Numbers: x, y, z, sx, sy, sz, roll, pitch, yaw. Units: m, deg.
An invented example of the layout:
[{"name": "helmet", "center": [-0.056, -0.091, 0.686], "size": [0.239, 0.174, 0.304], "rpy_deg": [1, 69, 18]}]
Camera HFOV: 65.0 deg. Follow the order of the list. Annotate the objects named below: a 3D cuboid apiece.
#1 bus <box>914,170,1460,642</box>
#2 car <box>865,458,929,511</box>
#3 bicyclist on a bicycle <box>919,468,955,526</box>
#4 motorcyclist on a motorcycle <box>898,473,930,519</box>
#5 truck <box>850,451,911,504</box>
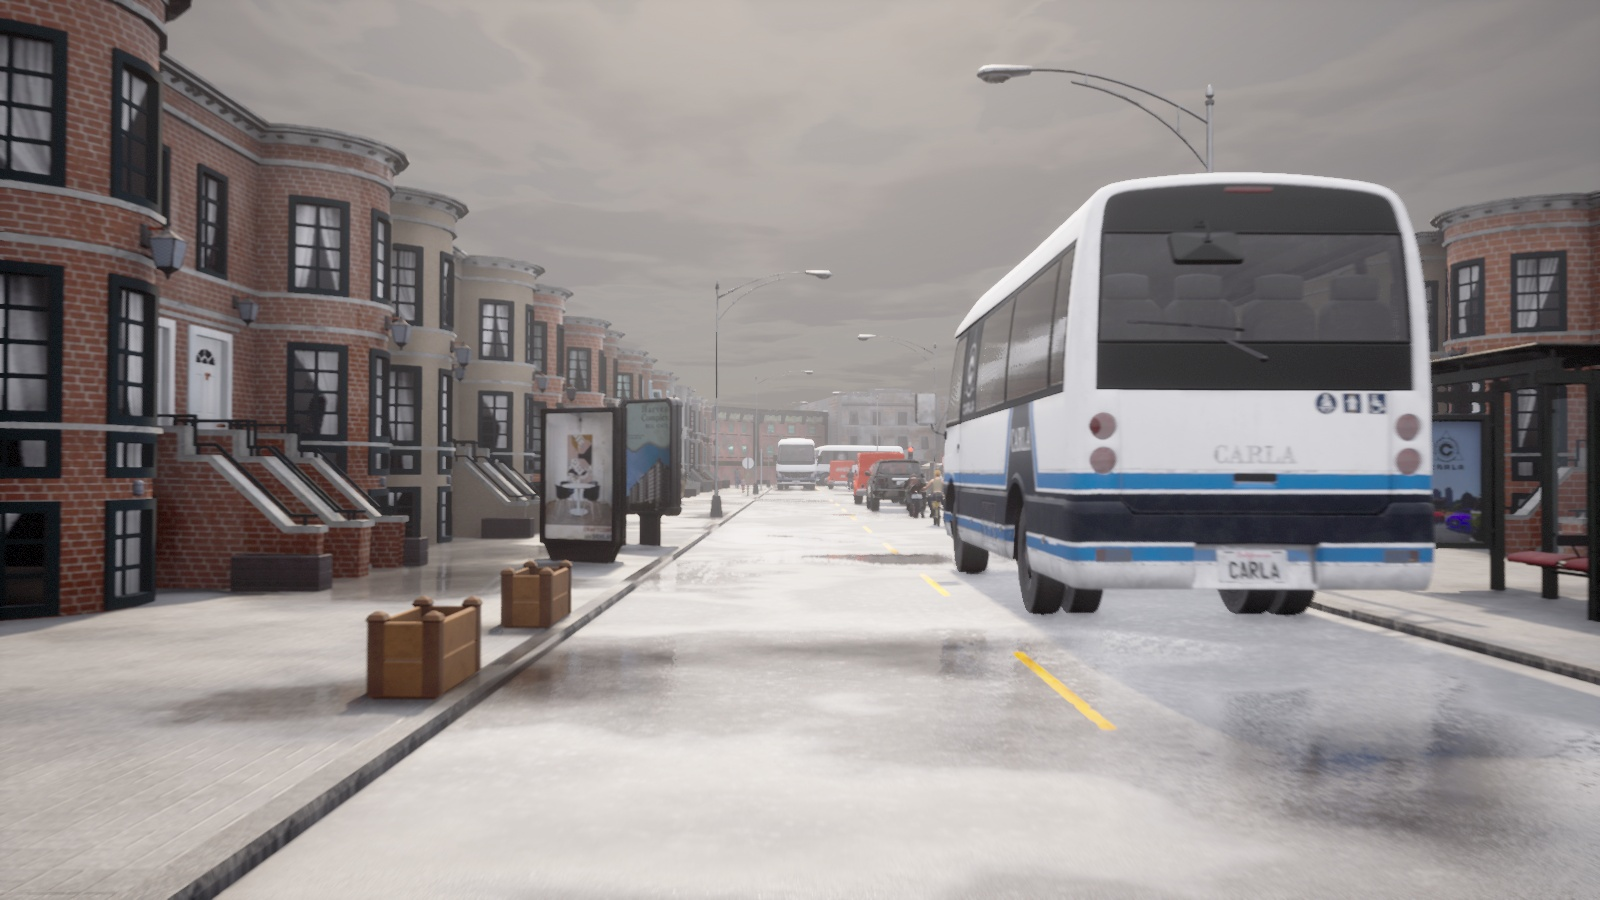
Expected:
[{"name": "bus", "center": [3.956, -0.302, 16.487], "size": [3.944, 4.253, 10.273], "rpy_deg": [0, -1, 0]}, {"name": "car", "center": [3.878, 1.372, 51.023], "size": [2.150, 2.045, 5.566], "rpy_deg": [0, -1, 0]}, {"name": "bicyclist on a bicycle", "center": [3.911, 1.337, 35.936], "size": [0.866, 1.612, 1.509], "rpy_deg": [0, -1, 0]}, {"name": "motorcyclist on a motorcycle", "center": [3.899, 1.555, 43.035], "size": [0.866, 1.530, 2.191], "rpy_deg": [0, -1, 0]}, {"name": "truck", "center": [3.850, 1.336, 61.137], "size": [2.627, 2.467, 5.204], "rpy_deg": [0, -1, 0]}]
